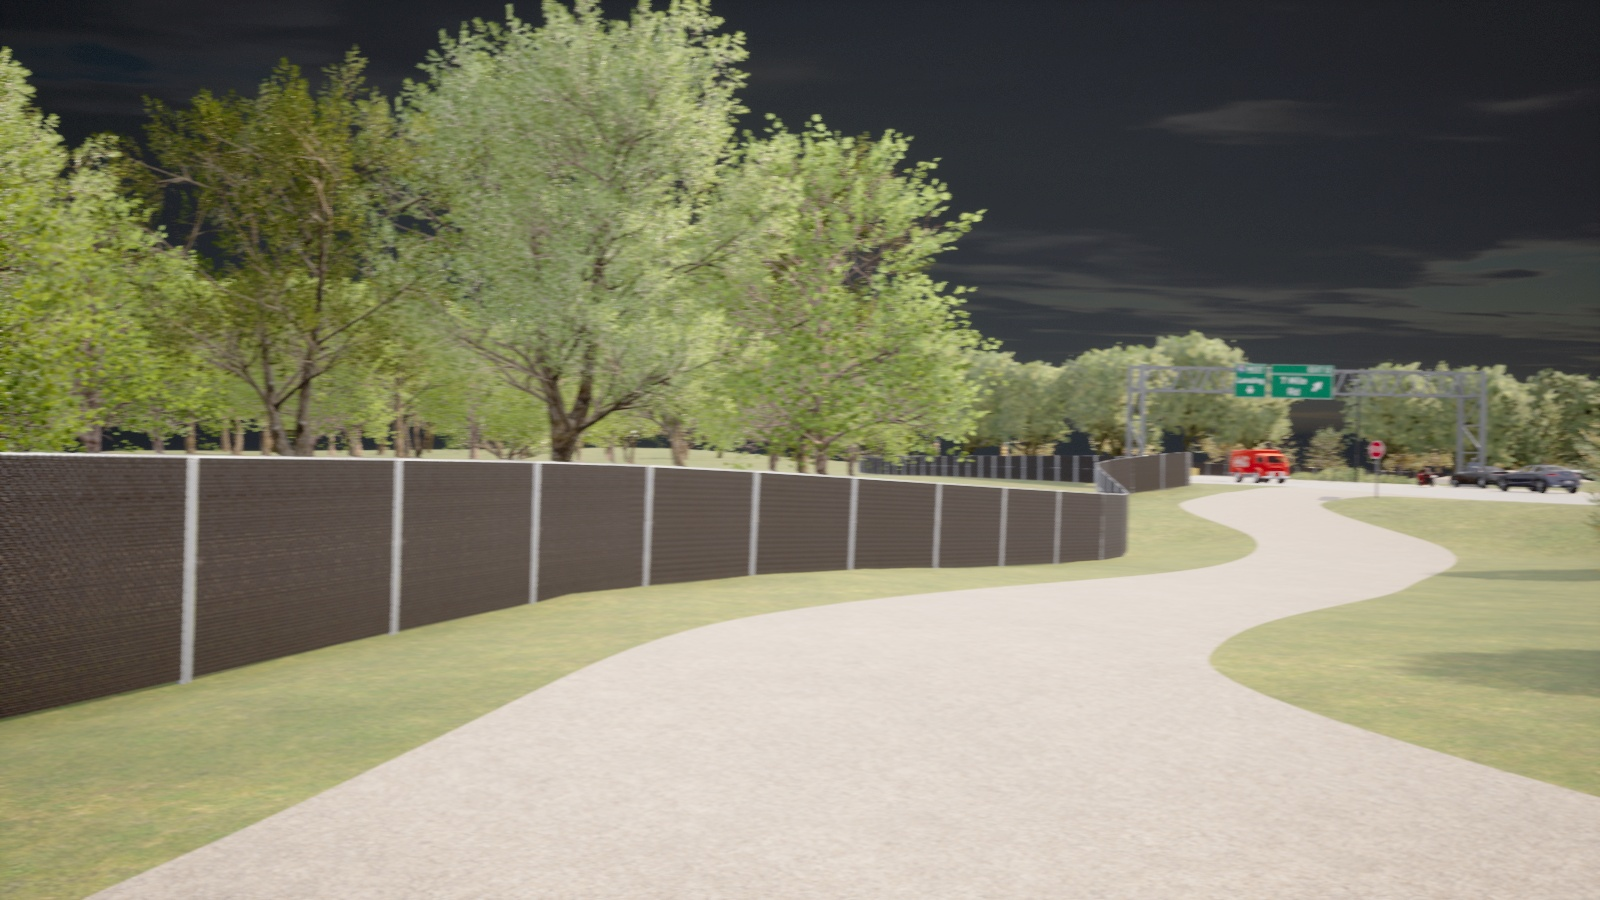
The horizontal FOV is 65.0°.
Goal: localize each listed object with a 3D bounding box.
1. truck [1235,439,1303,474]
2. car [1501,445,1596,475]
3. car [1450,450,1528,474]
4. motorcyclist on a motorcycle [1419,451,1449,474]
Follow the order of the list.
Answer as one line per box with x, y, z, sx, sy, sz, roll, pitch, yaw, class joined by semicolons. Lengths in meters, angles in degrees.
34.324;0.469;92.042;2.627;2.467;5.204;0;0;-5;truck
43.137;0.576;72.517;2.152;1.651;5.027;0;0;-5;car
45.666;0.781;83.329;2.128;1.511;4.902;0;0;-5;car
42.135;0.837;83.516;0.797;1.523;2.044;0;0;-5;motorcyclist on a motorcycle
